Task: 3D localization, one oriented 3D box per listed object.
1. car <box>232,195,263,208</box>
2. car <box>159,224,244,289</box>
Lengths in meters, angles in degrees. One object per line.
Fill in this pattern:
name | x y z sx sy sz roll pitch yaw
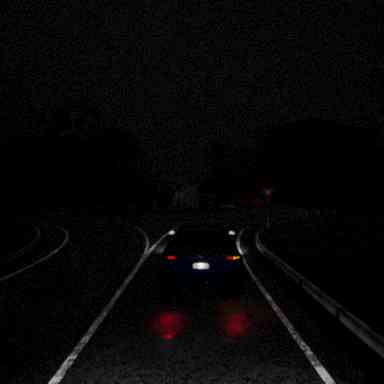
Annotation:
car | 7.266 1.165 43.936 2.097 1.767 4.553 -2 1 -29
car | 0.264 1.559 9.162 1.994 1.385 4.181 0 0 2
